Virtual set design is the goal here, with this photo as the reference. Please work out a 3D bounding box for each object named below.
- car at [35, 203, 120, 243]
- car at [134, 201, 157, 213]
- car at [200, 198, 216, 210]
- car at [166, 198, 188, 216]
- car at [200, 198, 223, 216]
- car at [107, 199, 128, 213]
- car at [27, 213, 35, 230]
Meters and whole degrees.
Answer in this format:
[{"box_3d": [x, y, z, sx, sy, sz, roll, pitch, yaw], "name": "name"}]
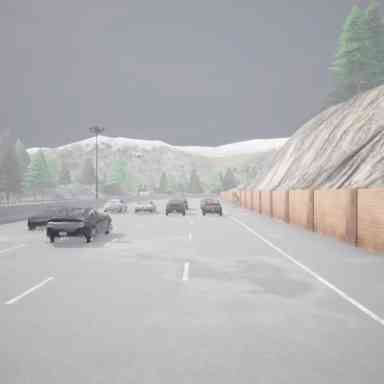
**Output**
[{"box_3d": [-5.248, 1.491, 16.048, 2.128, 1.511, 4.902, 0, 0, 1], "name": "car"}, {"box_3d": [-5.030, 1.601, 36.575, 1.895, 1.301, 4.718, 0, 0, 1], "name": "car"}, {"box_3d": [2.036, 1.525, 43.186, 1.812, 1.442, 4.674, 0, 0, 1], "name": "car"}, {"box_3d": [-1.570, 1.505, 32.931, 1.837, 1.490, 4.892, 0, 0, 0], "name": "car"}, {"box_3d": [1.929, 1.491, 32.738, 2.128, 1.511, 4.902, 0, 0, 1], "name": "car"}, {"box_3d": [-8.520, 1.526, 37.301, 1.812, 1.442, 4.674, 0, 0, 1], "name": "car"}, {"box_3d": [-8.695, 1.563, 21.267, 1.994, 1.385, 4.181, 0, 0, 1], "name": "car"}]
